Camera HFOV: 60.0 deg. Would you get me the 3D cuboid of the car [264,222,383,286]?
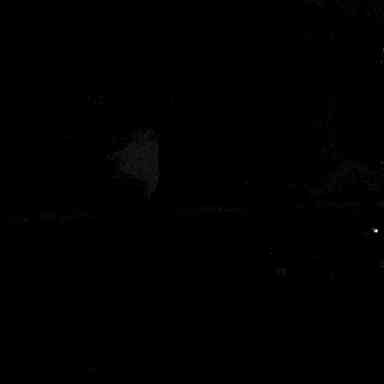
[{"bbox_3d":[3.963,1.564,9.413,4.313,1.339,1.947,0,0,-36],"label":"car"}]
